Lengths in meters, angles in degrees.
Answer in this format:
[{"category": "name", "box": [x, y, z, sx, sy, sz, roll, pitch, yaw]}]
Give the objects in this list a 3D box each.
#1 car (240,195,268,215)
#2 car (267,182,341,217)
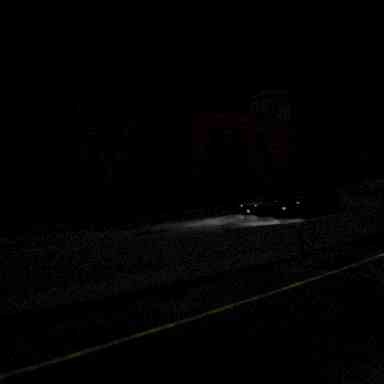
[{"category": "car", "box": [5.913, 0.910, 25.923, 4.718, 1.301, 1.895, -7, 3, -36]}, {"category": "car", "box": [8.137, 0.453, 23.220, 5.566, 2.045, 2.150, -7, 3, -36]}]
